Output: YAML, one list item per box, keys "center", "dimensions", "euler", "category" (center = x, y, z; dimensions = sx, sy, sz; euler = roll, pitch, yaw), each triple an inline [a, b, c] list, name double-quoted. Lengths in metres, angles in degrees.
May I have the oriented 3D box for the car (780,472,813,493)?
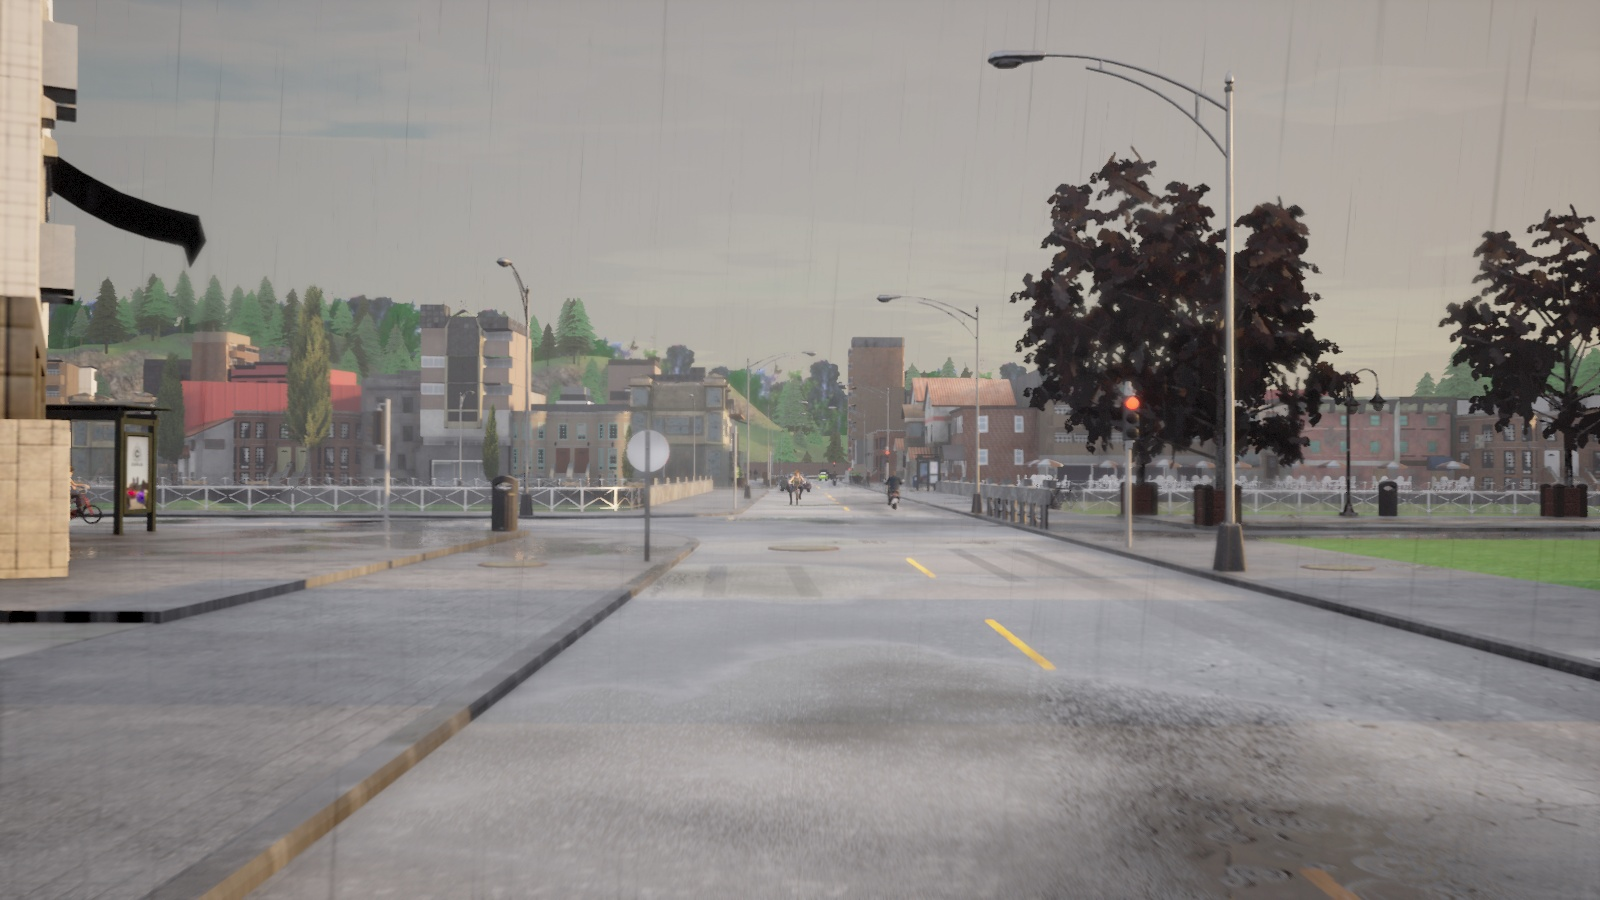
- center: [-0.296, 2.377, 92.450]
  dimensions: [1.816, 1.474, 4.193]
  euler: [0, -1, -10]
  category: "car"

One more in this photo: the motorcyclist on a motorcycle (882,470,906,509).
- center: [3.862, 1.616, 51.572]
  dimensions: [0.866, 1.590, 1.817]
  euler: [0, -1, 0]
  category: "motorcyclist on a motorcycle"

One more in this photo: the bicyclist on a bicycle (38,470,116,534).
- center: [-19.643, 1.397, 34.131]
  dimensions: [1.509, 1.612, 0.866]
  euler: [-4, -1, 0]
  category: "bicyclist on a bicycle"
